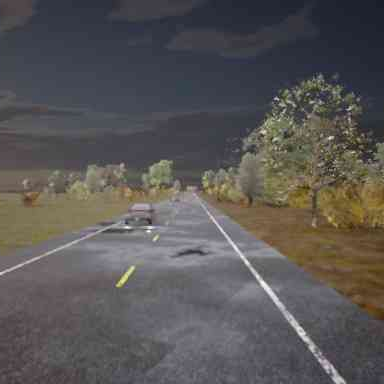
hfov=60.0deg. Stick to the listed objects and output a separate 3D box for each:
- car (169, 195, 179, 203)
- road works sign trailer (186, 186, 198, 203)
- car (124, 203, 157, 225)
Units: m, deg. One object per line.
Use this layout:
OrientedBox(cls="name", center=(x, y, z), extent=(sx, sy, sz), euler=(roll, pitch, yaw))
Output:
OrientedBox(cls="car", center=(-3.526, 1.418, 66.257), extent=(2.128, 1.511, 4.902), euler=(0, 0, 0))
OrientedBox(cls="road works sign trailer", center=(-0.019, 0.377, 69.392), extent=(2.380, 3.560, 2.880), euler=(0, 0, 0))
OrientedBox(cls="car", center=(-3.599, 1.513, 23.996), extent=(1.812, 1.442, 4.674), euler=(0, 0, 0))
